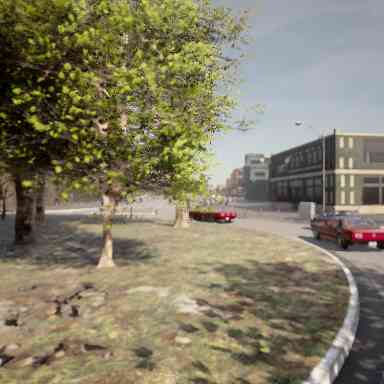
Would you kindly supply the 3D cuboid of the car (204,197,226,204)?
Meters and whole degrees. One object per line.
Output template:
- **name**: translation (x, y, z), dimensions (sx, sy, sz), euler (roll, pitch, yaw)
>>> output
- **car**: translation (5.442, 1.972, 79.341), dimensions (5.008, 1.535, 2.097), euler (0, 0, 3)

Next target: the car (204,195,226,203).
- **car**: translation (5.807, 1.704, 84.760), dimensions (5.566, 2.045, 2.435), euler (0, 0, 3)

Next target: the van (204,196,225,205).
- **van**: translation (4.826, 1.766, 71.023), dimensions (4.442, 1.987, 1.878), euler (0, 0, 3)

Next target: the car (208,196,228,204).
- **car**: translation (4.405, 2.006, 62.689), dimensions (4.792, 1.488, 2.163), euler (0, 0, 3)

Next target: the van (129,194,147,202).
- **van**: translation (-14.131, 1.627, 87.752), dimensions (4.442, 1.987, 1.878), euler (0, 0, 3)

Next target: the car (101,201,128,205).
- **car**: translation (-15.539, 1.753, 65.731), dimensions (4.553, 1.767, 2.185), euler (0, 0, 3)

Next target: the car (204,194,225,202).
- **car**: translation (6.095, 1.688, 90.438), dimensions (5.566, 2.045, 2.435), euler (0, 0, 3)

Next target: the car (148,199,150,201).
- **car**: translation (-14.228, 1.857, 84.996), dimensions (5.366, 1.575, 1.946), euler (0, 0, 3)

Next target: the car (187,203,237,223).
- **car**: translation (1.597, 1.896, 28.701), dimensions (1.895, 1.301, 4.718), euler (1, -1, -35)

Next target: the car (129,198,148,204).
- **car**: translation (-14.606, 1.615, 82.256), dimensions (5.566, 2.045, 2.435), euler (0, 0, 3)

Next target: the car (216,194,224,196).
- **car**: translation (4.796, 1.865, 68.111), dimensions (4.553, 1.767, 2.185), euler (0, 0, 3)

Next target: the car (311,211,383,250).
- **car**: translation (7.217, 1.790, 15.491), dimensions (1.895, 1.301, 4.718), euler (0, 0, 0)

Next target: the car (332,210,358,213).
- **car**: translation (9.424, 1.813, 21.081), dimensions (1.994, 1.385, 4.181), euler (0, -1, -15)
